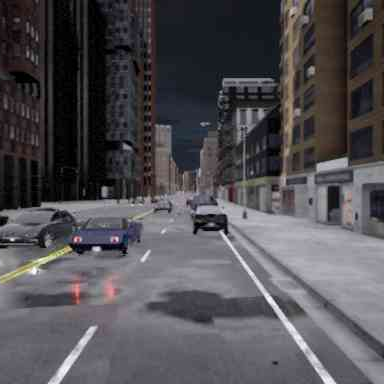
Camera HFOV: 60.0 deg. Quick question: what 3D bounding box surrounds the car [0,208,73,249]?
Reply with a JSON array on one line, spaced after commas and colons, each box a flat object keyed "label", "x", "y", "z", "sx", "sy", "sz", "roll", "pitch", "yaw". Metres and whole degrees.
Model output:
[{"label": "car", "x": -6.598, "y": 1.504, "z": 14.632, "sx": 1.837, "sy": 1.490, "sz": 4.892, "roll": 0, "pitch": 0, "yaw": 0}]

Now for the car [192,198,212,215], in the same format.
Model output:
[{"label": "car", "x": 0.977, "y": 1.483, "z": 35.111, "sx": 1.882, "sy": 1.535, "sz": 5.008, "roll": 0, "pitch": 0, "yaw": 0}]

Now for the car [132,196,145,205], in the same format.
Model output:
[{"label": "car", "x": -9.747, "y": 1.550, "z": 60.912, "sx": 1.812, "sy": 1.442, "sz": 4.674, "roll": 0, "pitch": 0, "yaw": 0}]

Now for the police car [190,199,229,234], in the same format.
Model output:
[{"label": "police car", "x": 0.976, "y": 1.425, "z": 19.220, "sx": 1.930, "sy": 1.638, "sz": 5.238, "roll": 0, "pitch": 0, "yaw": 0}]

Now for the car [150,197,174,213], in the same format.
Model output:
[{"label": "car", "x": -3.147, "y": 1.553, "z": 37.508, "sx": 2.033, "sy": 1.411, "sz": 5.357, "roll": 0, "pitch": 0, "yaw": 0}]

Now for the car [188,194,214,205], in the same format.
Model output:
[{"label": "car", "x": 0.977, "y": 1.228, "z": 29.140, "sx": 2.150, "sy": 2.045, "sz": 5.566, "roll": 0, "pitch": 0, "yaw": 0}]

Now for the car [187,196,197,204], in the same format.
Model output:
[{"label": "car", "x": 0.004, "y": 1.530, "z": 64.163, "sx": 1.837, "sy": 1.490, "sz": 4.892, "roll": 0, "pitch": 0, "yaw": 0}]

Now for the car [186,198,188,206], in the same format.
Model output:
[{"label": "car", "x": 0.004, "y": 1.492, "z": 54.060, "sx": 1.882, "sy": 1.535, "sz": 5.008, "roll": 0, "pitch": 0, "yaw": 0}]

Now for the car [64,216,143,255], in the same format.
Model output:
[{"label": "car", "x": -3.149, "y": 1.600, "z": 13.226, "sx": 1.895, "sy": 1.301, "sz": 4.718, "roll": 0, "pitch": 0, "yaw": 0}]
